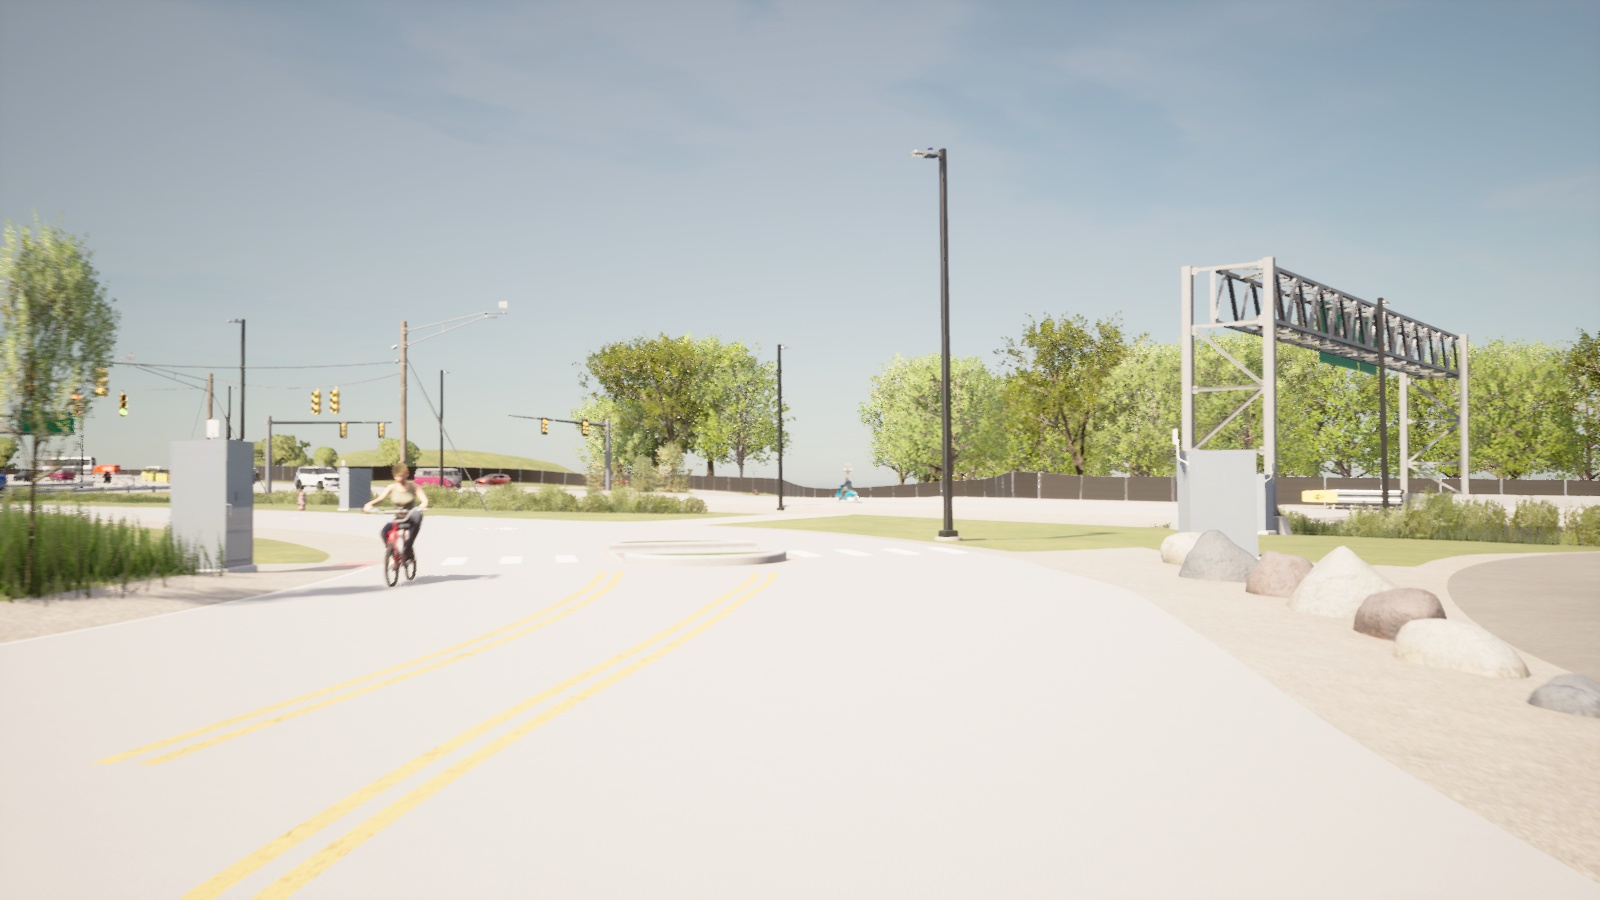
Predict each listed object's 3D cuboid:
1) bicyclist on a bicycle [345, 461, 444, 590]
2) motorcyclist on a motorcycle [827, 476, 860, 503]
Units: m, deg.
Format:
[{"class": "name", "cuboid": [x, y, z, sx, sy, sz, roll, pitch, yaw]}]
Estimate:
[{"class": "bicyclist on a bicycle", "cuboid": [-5.337, 0.966, 16.609, 0.866, 1.612, 1.509, -1, -1, -3]}, {"class": "motorcyclist on a motorcycle", "cuboid": [2.654, 2.395, 76.134, 1.817, 1.590, 0.866, 0, -2, 40]}]
